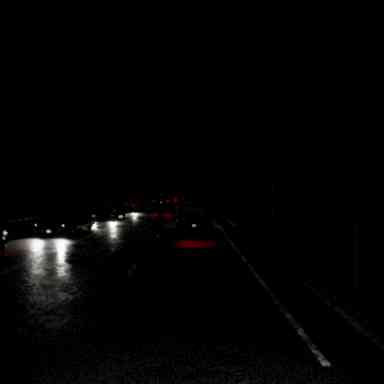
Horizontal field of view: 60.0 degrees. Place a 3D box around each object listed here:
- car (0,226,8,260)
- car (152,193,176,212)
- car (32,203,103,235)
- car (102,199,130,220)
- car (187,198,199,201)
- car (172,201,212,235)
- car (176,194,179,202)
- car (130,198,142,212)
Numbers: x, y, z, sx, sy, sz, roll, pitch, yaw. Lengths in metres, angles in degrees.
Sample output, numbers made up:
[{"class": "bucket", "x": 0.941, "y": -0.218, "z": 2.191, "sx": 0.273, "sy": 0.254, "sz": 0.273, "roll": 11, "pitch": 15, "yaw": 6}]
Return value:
[{"class": "car", "x": -7.087, "y": 1.508, "z": 9.229, "sx": 1.837, "sy": 1.490, "sz": 4.892, "roll": 0, "pitch": 0, "yaw": 0}, {"class": "car", "x": -3.410, "y": 1.234, "z": 39.565, "sx": 2.150, "sy": 2.045, "sz": 5.566, "roll": 0, "pitch": 0, "yaw": 0}, {"class": "car", "x": -7.035, "y": 1.553, "z": 19.009, "sx": 2.033, "sy": 1.411, "sz": 5.357, "roll": 0, "pitch": 0, "yaw": 0}, {"class": "car", "x": -7.006, "y": 1.487, "z": 28.818, "sx": 1.882, "sy": 1.535, "sz": 5.008, "roll": 0, "pitch": 0, "yaw": 0}, {"class": "car", "x": 0.091, "y": 1.504, "z": 41.195, "sx": 2.128, "sy": 1.511, "sz": 4.902, "roll": 0, "pitch": 0, "yaw": 0}, {"class": "car", "x": 0.095, "y": 1.483, "z": 18.797, "sx": 1.882, "sy": 1.535, "sz": 5.008, "roll": 0, "pitch": 0, "yaw": 0}, {"class": "car", "x": -3.406, "y": 1.240, "z": 57.618, "sx": 2.150, "sy": 2.045, "sz": 5.566, "roll": 0, "pitch": 0, "yaw": -1}, {"class": "car", "x": -7.008, "y": 1.490, "z": 38.843, "sx": 1.882, "sy": 1.535, "sz": 5.008, "roll": 0, "pitch": 0, "yaw": 0}]
